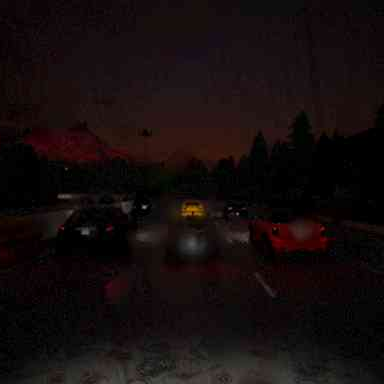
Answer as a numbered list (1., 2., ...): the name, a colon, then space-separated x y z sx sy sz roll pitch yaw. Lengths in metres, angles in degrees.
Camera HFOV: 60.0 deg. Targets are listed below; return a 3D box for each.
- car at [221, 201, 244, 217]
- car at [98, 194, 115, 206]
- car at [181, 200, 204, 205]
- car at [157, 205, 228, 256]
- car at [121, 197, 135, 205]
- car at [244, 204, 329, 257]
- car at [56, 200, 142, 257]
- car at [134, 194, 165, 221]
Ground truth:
1. car: 3.546 1.479 28.072 2.128 1.511 4.902 0 0 1
2. car: -14.456 1.326 56.568 2.097 1.767 4.553 0 0 -4
3. car: 0.056 1.464 29.260 1.882 1.535 5.008 0 0 1
4. car: 0.044 1.486 13.073 2.128 1.511 4.902 0 0 1
5. car: -11.015 1.537 57.448 1.994 1.385 4.181 0 0 -4
6. car: 3.544 1.345 12.986 2.097 1.767 4.553 0 0 1
7. car: -3.456 1.345 12.984 2.097 1.767 4.553 0 0 1
8. car: -3.466 1.211 26.952 2.150 2.045 5.566 0 0 0
